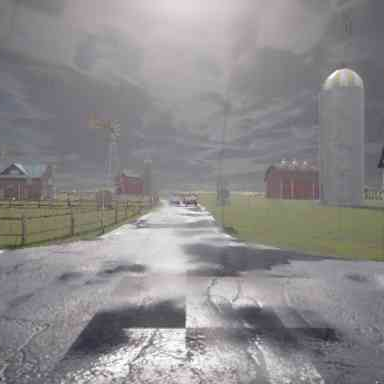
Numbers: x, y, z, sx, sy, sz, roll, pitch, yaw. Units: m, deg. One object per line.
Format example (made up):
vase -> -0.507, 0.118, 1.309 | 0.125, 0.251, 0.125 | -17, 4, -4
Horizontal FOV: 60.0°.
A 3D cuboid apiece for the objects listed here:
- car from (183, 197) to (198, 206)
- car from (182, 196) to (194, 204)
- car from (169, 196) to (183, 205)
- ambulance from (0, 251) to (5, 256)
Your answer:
car -> -0.079, 1.536, 54.043 | 1.837, 1.490, 4.892 | 0, 0, -2
car -> -0.748, 1.589, 64.173 | 1.994, 1.385, 4.181 | 0, 0, -6
car -> -3.019, 1.506, 58.160 | 1.882, 1.535, 5.008 | 0, 0, -2
ambulance -> -8.862, 0.968, 9.115 | 6.366, 2.431, 2.351 | 2, 0, 0
